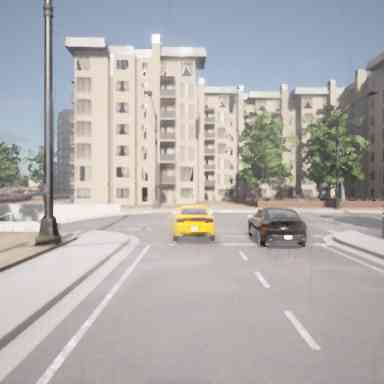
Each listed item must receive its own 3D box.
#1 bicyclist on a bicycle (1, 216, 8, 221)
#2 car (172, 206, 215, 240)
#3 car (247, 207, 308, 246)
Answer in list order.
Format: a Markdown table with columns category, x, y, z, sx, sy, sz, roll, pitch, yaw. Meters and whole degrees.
| category | x | y | z | sx | sy | sz | roll | pitch | yaw |
| --- | --- | --- | --- | --- | --- | --- | --- | --- | --- |
| bicyclist on a bicycle | -20.123 | 3.375 | 35.647 | 0.582 | 1.620 | 1.656 | -8 | 0 | 2 |
| car | 0.026 | 1.406 | 16.544 | 1.882 | 1.535 | 5.008 | 0 | 0 | -2 |
| car | 3.658 | 1.432 | 14.854 | 1.837 | 1.490 | 4.892 | 0 | 0 | 1 |
